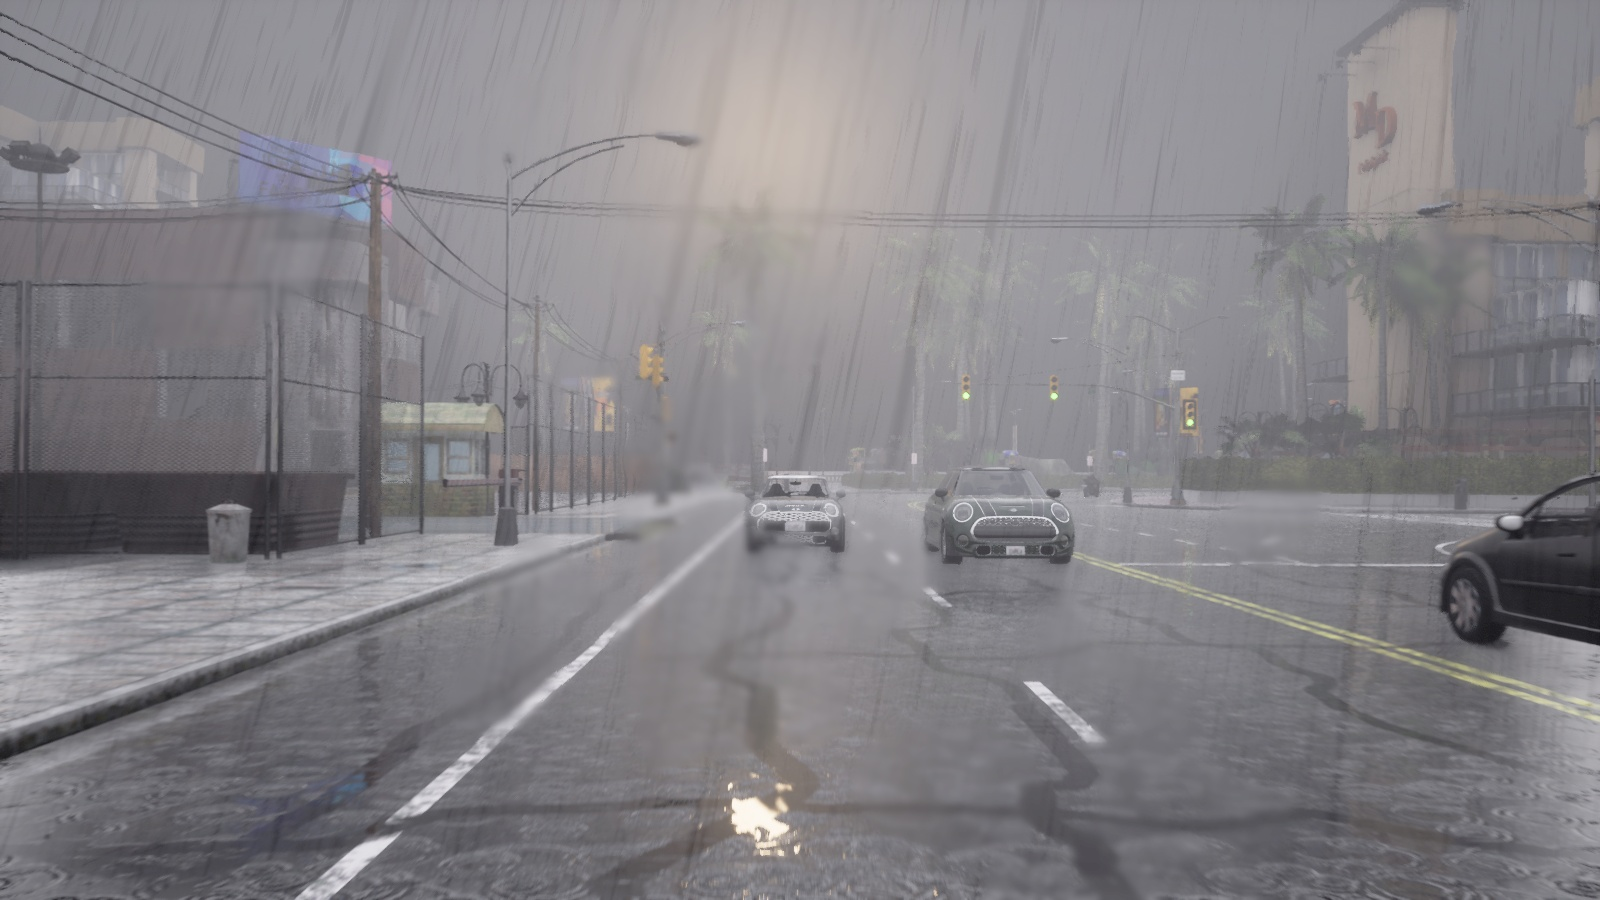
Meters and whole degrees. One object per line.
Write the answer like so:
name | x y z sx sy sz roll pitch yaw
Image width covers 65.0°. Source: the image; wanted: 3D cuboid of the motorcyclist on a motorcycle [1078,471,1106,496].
motorcyclist on a motorcycle | 18.085 2.077 77.649 0.866 1.530 2.191 -1 -1 37

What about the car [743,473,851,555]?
car | -0.058 1.195 24.773 1.970 1.475 3.806 0 -1 0

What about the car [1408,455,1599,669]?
car | 6.975 0.860 10.466 1.851 1.617 3.988 0 -1 0

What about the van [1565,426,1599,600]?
van | 10.408 0.720 13.183 2.069 2.038 4.480 0 -1 1

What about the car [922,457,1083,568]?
car | 3.448 1.032 22.261 2.097 1.767 4.553 0 -1 0
